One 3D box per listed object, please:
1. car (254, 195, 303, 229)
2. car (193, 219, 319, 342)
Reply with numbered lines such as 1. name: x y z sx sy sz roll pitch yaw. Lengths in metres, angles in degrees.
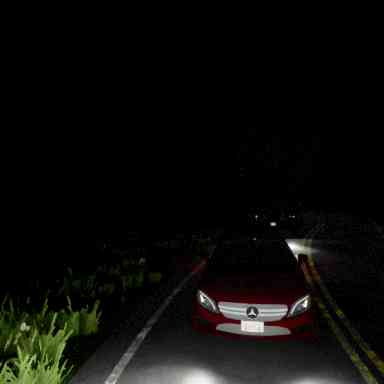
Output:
1. car: 5.017 1.214 18.920 2.150 2.045 5.566 -2 -1 22
2. car: 1.231 1.534 6.725 1.812 1.442 4.674 -1 0 11
